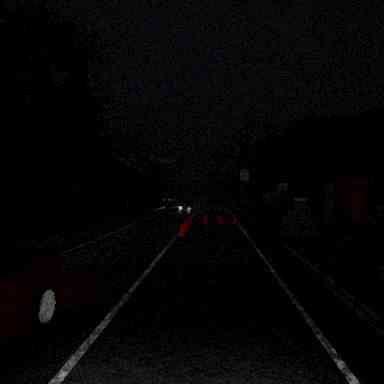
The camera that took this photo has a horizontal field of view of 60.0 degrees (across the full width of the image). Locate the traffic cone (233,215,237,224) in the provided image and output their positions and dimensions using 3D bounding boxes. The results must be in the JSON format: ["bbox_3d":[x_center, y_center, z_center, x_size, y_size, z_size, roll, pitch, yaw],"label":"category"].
[{"bbox_3d":[2.864,1.862,22.272,0.340,0.580,0.340,0,0,10],"label":"traffic cone"}]

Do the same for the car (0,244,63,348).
[{"bbox_3d":[-3.374,1.450,4.073,1.882,1.535,5.008,0,0,3],"label":"car"}]

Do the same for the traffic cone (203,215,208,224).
[{"bbox_3d":[0.900,1.853,22.272,0.340,0.580,0.340,0,0,4],"label":"traffic cone"}]

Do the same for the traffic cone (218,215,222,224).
[{"bbox_3d":[1.891,1.858,22.205,0.340,0.580,0.340,0,0,4],"label":"traffic cone"}]

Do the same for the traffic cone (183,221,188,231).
[{"bbox_3d":[-0.495,1.877,16.359,0.340,0.580,0.340,0,0,4],"label":"traffic cone"}]

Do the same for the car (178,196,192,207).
[{"bbox_3d":[-1.000,1.319,48.106,2.033,1.411,5.357,0,0,-1],"label":"car"}]

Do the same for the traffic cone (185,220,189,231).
[{"bbox_3d":[-0.362,1.868,18.355,0.340,0.580,0.340,0,0,4],"label":"traffic cone"}]

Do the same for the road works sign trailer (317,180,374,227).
[{"bbox_3d":[7.919,0.514,18.581,3.560,2.380,2.880,-5,7,-42],"label":"road works sign trailer"}]

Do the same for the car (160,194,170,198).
[{"bbox_3d":[-7.199,1.094,88.506,1.882,1.535,5.008,-2,1,-17],"label":"car"}]
